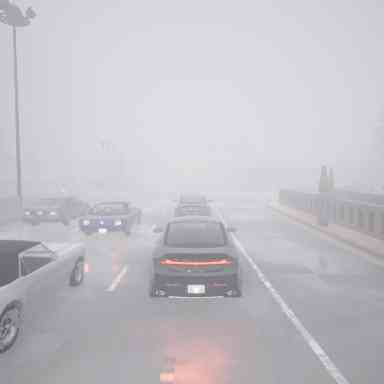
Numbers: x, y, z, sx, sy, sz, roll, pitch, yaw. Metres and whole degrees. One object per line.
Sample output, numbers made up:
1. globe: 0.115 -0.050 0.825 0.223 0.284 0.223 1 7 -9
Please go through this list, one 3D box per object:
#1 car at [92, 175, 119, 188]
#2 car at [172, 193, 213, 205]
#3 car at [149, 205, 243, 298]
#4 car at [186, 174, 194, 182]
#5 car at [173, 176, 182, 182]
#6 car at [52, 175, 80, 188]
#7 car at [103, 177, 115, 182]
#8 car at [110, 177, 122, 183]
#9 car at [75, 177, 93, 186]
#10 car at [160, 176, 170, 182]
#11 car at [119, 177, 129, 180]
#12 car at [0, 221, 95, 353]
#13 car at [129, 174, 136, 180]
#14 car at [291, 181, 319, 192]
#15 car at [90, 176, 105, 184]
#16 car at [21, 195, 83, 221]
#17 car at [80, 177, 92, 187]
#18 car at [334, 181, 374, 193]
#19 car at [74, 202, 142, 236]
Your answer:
1. car: -14.325 -1.727 55.261 2.150 2.045 5.566 0 3 0
2. car: 0.034 0.837 17.531 1.837 1.490 4.892 0 3 -1
3. car: 0.070 1.337 8.152 1.837 1.490 4.892 0 2 0
4. car: -0.410 -3.509 89.694 2.128 1.511 4.902 0 3 0
5. car: -3.904 -3.436 88.412 1.812 1.442 4.674 0 3 0
6. car: -21.323 -1.754 55.703 2.150 2.045 5.566 0 3 0
7. car: -21.392 -3.206 85.686 1.895 1.301 4.718 0 3 0
8. car: -17.858 -2.805 78.547 1.994 1.385 4.181 0 3 0
9. car: -21.300 -2.102 65.691 1.882 1.535 5.008 0 3 0
10. car: -7.404 -3.434 88.396 1.812 1.442 4.674 0 3 0
11. car: -14.323 -2.165 64.652 2.097 1.767 4.553 0 3 0
12. car: -3.421 1.506 5.934 1.895 1.301 4.718 0 2 0
13. car: -14.340 -2.653 74.797 1.882 1.535 5.008 0 3 0
14. car: 15.020 -0.646 42.402 4.674 1.442 1.812 0 3 2
15. car: -21.344 -2.828 75.655 2.097 1.767 4.553 0 3 0
16. car: -6.969 0.867 17.693 2.033 1.411 5.357 0 3 0
17. car: -17.822 -1.638 59.182 2.033 1.411 5.357 0 3 0
18. car: 18.463 -0.476 38.793 5.008 1.535 1.882 0 3 2
19. car: -3.457 1.077 15.061 1.895 1.301 4.718 0 3 0
